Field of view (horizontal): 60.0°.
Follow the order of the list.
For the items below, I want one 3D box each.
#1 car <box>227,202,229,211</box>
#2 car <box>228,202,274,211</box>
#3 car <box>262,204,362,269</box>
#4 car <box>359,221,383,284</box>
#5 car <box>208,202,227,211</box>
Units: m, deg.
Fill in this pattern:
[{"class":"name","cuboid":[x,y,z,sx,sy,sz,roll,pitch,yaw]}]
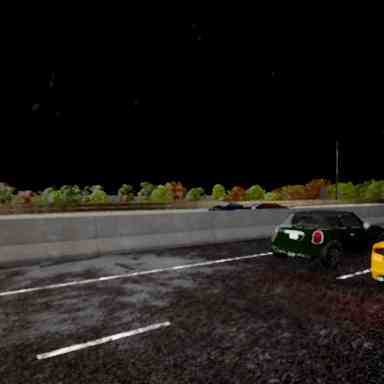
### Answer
[{"class":"car","cuboid":[5.553,1.664,29.416,4.181,1.385,1.994,0,0,-35]},{"class":"car","cuboid":[5.404,1.565,25.021,5.008,1.535,1.882,0,0,-35]},{"class":"car","cuboid":[4.881,1.401,11.525,4.553,1.767,2.097,0,0,-35]},{"class":"car","cuboid":[6.496,1.525,8.376,5.008,1.535,1.882,0,0,-35]},{"class":"car","cuboid":[3.535,1.664,32.276,4.181,1.385,1.994,0,0,-35]}]
